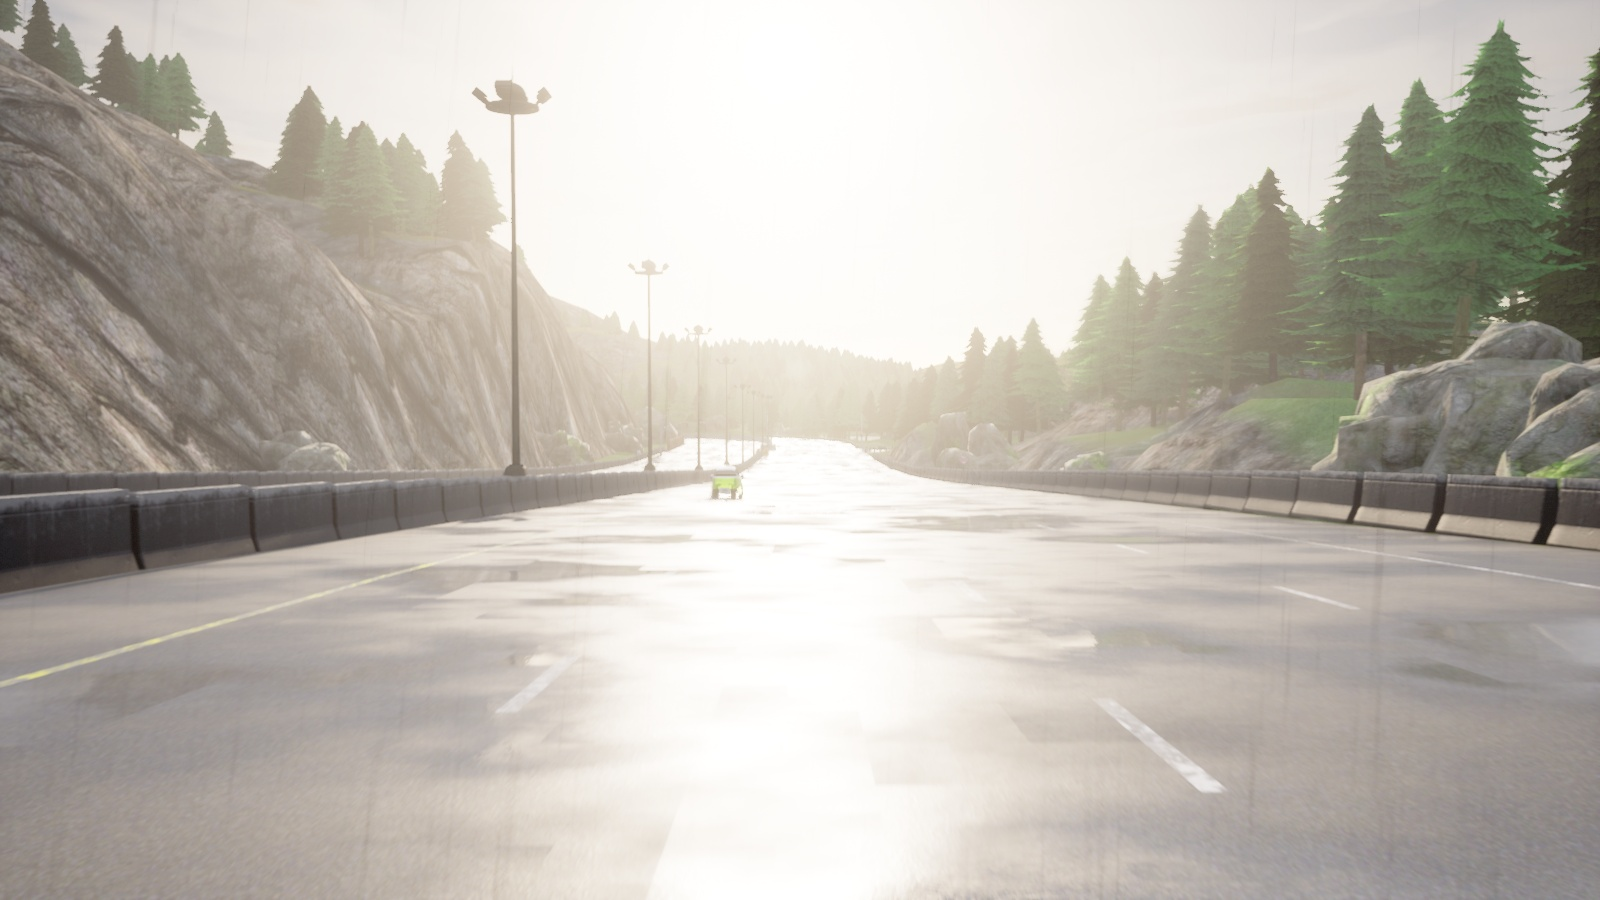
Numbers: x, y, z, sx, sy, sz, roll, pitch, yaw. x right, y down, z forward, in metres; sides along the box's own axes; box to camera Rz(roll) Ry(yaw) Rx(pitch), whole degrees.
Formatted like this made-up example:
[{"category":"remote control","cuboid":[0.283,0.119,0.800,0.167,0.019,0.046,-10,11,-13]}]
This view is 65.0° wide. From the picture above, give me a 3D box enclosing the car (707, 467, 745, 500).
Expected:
[{"category":"car","cuboid":[-3.178,1.427,54.312,1.481,1.376,2.207,0,-1,0]}]
